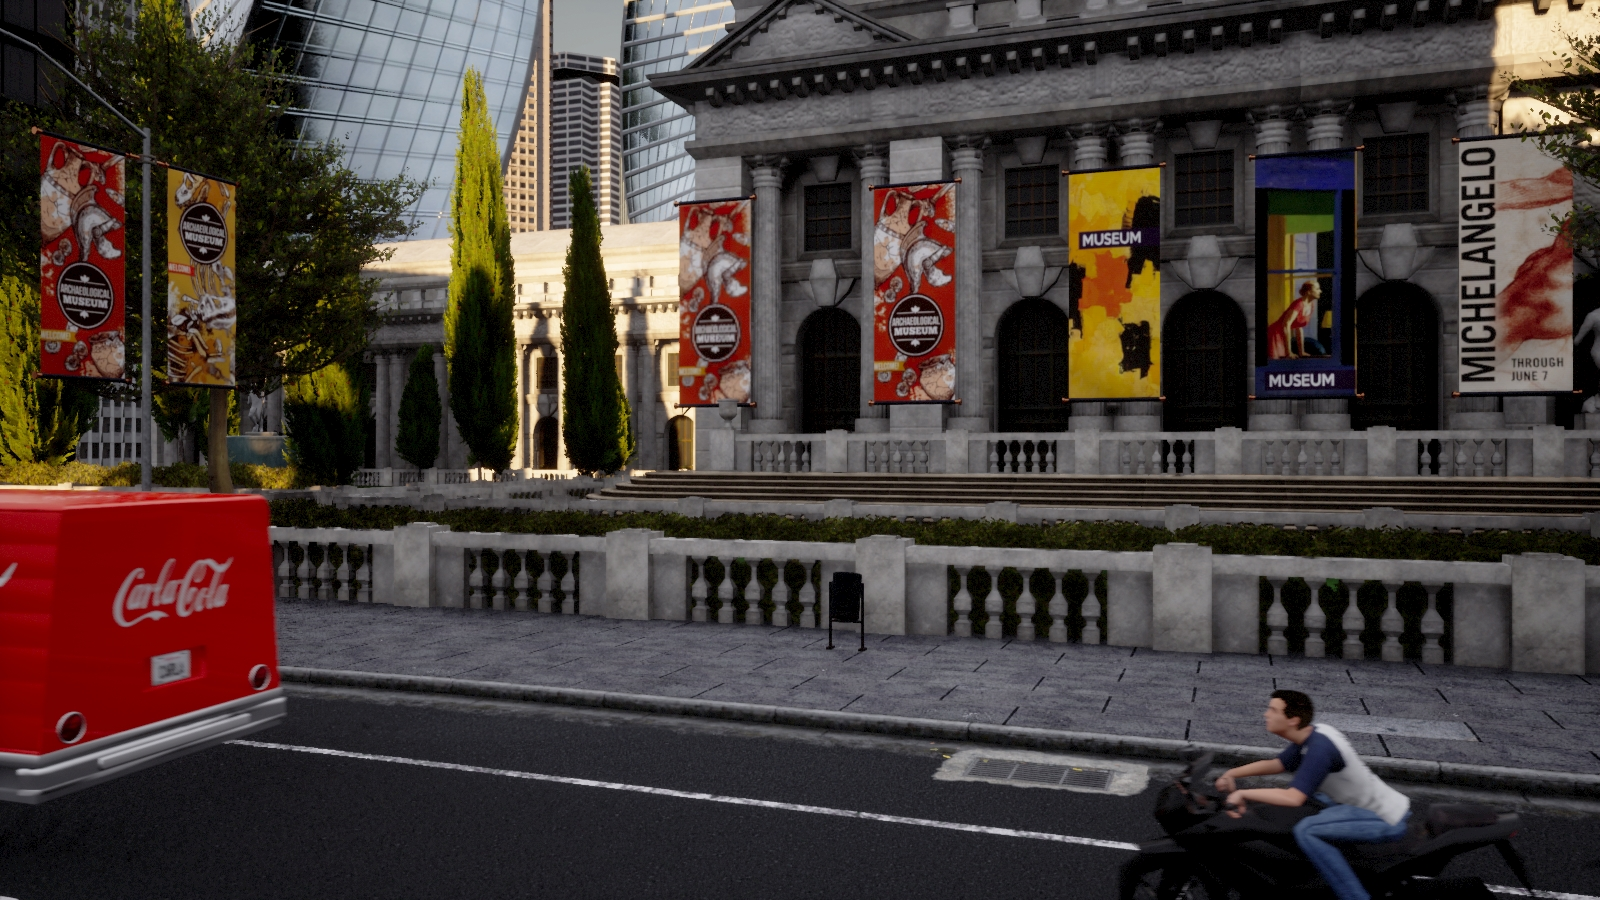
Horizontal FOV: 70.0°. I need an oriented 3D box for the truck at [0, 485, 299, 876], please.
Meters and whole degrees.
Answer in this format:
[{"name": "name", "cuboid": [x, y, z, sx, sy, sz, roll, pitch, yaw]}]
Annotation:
[{"name": "truck", "cuboid": [-7.268, 1.568, 9.466, 5.204, 2.467, 2.627, 0, 0, 15]}]
